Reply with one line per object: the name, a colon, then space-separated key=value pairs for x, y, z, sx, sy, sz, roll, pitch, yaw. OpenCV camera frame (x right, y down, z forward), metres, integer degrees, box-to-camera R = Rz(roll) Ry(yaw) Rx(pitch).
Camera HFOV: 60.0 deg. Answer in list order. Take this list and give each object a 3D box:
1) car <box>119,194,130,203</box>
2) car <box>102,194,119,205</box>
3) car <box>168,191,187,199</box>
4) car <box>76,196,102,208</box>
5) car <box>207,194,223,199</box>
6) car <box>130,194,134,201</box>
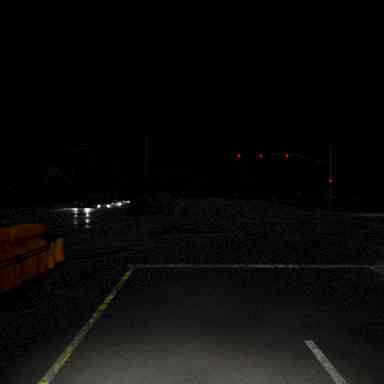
car: x=-13.967 y=1.232 z=64.062 sx=2.128 sy=1.511 sz=4.902 roll=0 pitch=0 yaw=1
car: x=-14.023 y=1.134 z=54.672 sx=2.097 sy=1.767 sz=4.553 roll=0 pitch=0 yaw=0
car: x=-4.171 y=0.822 z=95.213 sx=2.150 sy=2.045 sz=5.566 roll=0 pitch=0 yaw=-22
car: x=-14.047 y=1.331 z=44.641 sx=1.837 sy=1.490 sz=4.892 roll=0 pitch=0 yaw=0
car: x=6.999 y=1.146 z=94.647 sx=2.033 sy=1.411 sz=5.357 roll=0 pitch=0 yaw=-18
car: x=-14.132 y=1.221 z=74.371 sx=2.128 sy=1.511 sz=4.902 roll=0 pitch=0 yaw=-3
